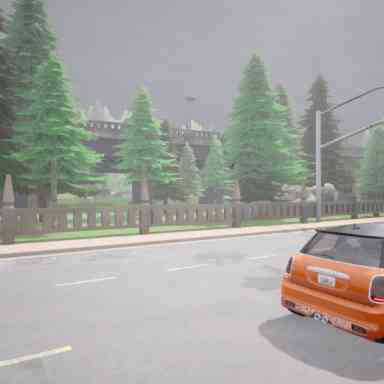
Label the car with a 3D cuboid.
[{"bbox_3d":[3.850,1.352,6.131,4.553,1.767,2.097,0,0,-31],"label":"car"}]
